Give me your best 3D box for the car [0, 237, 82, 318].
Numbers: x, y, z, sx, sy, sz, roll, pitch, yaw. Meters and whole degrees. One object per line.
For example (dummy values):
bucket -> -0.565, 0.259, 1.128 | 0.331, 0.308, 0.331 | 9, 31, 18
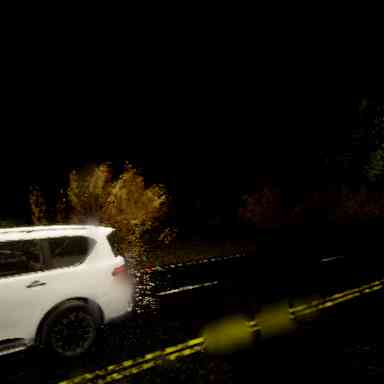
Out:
car -> -5.403, 2.070, 7.852 | 4.902, 1.511, 2.128 | 0, -3, -35

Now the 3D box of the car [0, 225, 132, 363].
car -> -3.693, 1.642, 5.099 | 5.566, 2.045, 2.150 | 0, -3, -35
